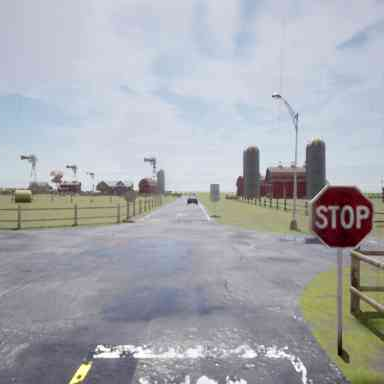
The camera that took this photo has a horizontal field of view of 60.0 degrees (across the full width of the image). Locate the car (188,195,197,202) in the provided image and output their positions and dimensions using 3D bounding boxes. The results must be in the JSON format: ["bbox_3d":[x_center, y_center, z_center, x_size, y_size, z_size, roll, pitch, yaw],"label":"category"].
[{"bbox_3d":[0.112,1.409,71.210,1.994,1.385,4.181,0,0,0],"label":"car"}]

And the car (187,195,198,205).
[{"bbox_3d":[0.095,1.496,60.788,1.882,1.535,5.008,0,0,0],"label":"car"}]
